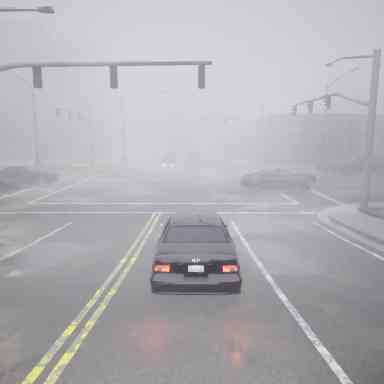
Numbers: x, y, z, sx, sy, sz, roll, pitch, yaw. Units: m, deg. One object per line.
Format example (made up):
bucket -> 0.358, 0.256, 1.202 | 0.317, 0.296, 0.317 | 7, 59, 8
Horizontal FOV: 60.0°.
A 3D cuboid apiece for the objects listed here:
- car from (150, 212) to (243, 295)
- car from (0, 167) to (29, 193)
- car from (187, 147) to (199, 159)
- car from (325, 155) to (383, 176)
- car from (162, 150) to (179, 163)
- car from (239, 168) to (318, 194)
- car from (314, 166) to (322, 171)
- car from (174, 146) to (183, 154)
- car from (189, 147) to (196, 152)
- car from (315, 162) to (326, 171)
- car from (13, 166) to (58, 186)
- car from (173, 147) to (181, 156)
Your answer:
car -> 0.087, 1.219, 8.389 | 2.033, 1.411, 5.357 | 0, 4, 0
car -> -14.476, -0.753, 23.447 | 4.674, 1.442, 1.812 | 0, 9, 0
car -> 0.189, -7.036, 61.944 | 1.837, 1.490, 4.892 | 0, 9, 0
car -> 17.073, -2.753, 33.811 | 5.566, 2.045, 2.150 | 0, 9, 1
car -> -3.521, -5.296, 51.514 | 2.033, 1.411, 5.357 | 0, 9, 0
car -> 5.787, -0.776, 23.348 | 4.902, 1.511, 2.128 | 0, 9, 0
car -> 7.547, -1.229, 26.811 | 4.718, 1.301, 1.895 | 0, 9, 0
car -> -3.397, -8.502, 71.188 | 2.033, 1.411, 5.357 | 0, 9, 0
car -> 0.131, -11.590, 90.525 | 1.895, 1.301, 4.718 | 0, 9, 0
car -> 16.329, -3.050, 37.316 | 4.902, 1.511, 2.128 | 0, 9, 0
car -> -13.517, -1.376, 26.981 | 5.008, 1.535, 1.882 | 0, 9, -1
car -> -3.479, -6.880, 60.992 | 1.837, 1.490, 4.892 | 0, 9, 0
